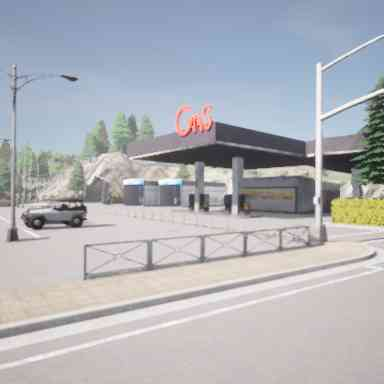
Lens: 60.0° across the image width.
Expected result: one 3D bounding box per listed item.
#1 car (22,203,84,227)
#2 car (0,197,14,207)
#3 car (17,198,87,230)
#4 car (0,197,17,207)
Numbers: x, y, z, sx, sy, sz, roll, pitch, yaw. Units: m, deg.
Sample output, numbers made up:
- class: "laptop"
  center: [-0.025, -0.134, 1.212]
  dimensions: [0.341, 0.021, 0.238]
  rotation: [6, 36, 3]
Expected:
- class: "car"
  center: [-10.088, 1.614, 24.254]
  dimensions: [3.806, 1.475, 1.970]
  rotation: [1, 0, -36]
- class: "car"
  center: [-31.982, 1.590, 54.569]
  dimensions: [4.514, 1.523, 2.007]
  rotation: [1, 0, -36]
- class: "car"
  center: [-8.643, 1.324, 21.199]
  dimensions: [3.866, 1.878, 1.905]
  rotation: [1, 0, -36]
- class: "car"
  center: [-30.110, 1.582, 52.051]
  dimensions: [5.027, 1.636, 2.152]
  rotation: [1, 0, -36]
